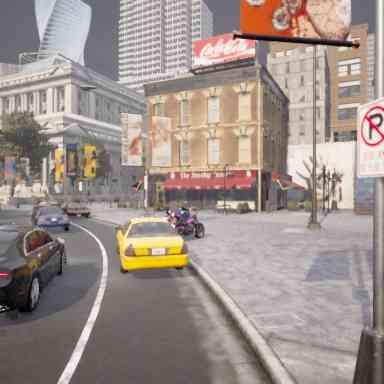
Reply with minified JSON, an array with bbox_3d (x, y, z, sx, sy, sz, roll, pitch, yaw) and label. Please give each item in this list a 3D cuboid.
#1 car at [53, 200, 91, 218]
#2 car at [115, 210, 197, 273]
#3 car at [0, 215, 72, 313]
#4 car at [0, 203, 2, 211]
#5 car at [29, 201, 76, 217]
[{"bbox_3d":[-10.377,1.586,28.766,1.895,1.301,4.718,0,0,-34],"label":"car"},{"bbox_3d":[-1.478,1.456,10.764,1.801,1.575,5.366,0,0,-15],"label":"car"},{"bbox_3d":[-4.104,1.501,7.422,1.837,1.490,4.892,0,0,-11],"label":"car"},{"bbox_3d":[-13.733,1.514,21.772,1.812,1.442,4.674,0,-1,-33],"label":"car"},{"bbox_3d":[-8.732,1.540,20.265,2.033,1.411,5.357,0,0,-29],"label":"car"}]
